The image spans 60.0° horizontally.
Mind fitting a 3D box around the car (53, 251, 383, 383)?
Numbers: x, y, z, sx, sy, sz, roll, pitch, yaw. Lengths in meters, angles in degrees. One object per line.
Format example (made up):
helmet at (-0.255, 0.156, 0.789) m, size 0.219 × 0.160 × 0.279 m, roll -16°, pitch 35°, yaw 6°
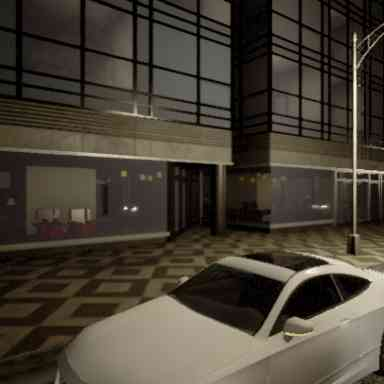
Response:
car at (0.858, 1.521, 3.982) m, size 4.674 × 1.442 × 1.812 m, roll 0°, pitch 0°, yaw -36°
